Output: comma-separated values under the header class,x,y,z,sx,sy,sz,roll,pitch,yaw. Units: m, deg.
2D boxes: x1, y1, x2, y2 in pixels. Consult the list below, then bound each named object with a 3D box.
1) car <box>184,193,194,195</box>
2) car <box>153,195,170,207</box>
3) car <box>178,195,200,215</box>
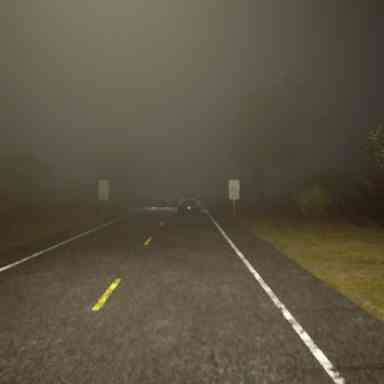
class,x,y,z,sx,sy,sz,roll,pitch,yaw
car,-0.414,0.956,46.177,2.097,1.767,4.553,0,0,0
car,-3.958,1.114,43.756,1.882,1.535,5.008,0,0,0
car,-0.290,1.287,30.323,1.994,1.385,4.181,0,1,-1
